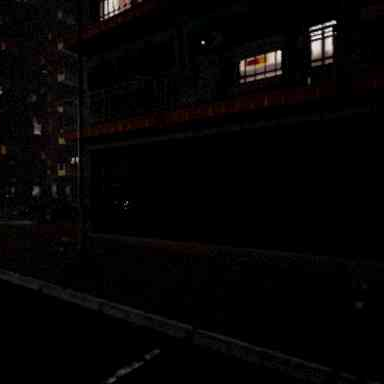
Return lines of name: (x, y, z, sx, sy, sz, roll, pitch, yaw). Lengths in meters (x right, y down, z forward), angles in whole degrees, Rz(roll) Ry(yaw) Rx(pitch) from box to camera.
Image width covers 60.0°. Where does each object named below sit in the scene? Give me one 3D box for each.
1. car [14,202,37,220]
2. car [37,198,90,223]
car: (-11.065, 1.213, 25.705, 1.882, 1.535, 5.008, -1, 0, 36)
car: (-7.300, 1.235, 21.661, 2.008, 1.369, 4.403, -1, 0, 36)
